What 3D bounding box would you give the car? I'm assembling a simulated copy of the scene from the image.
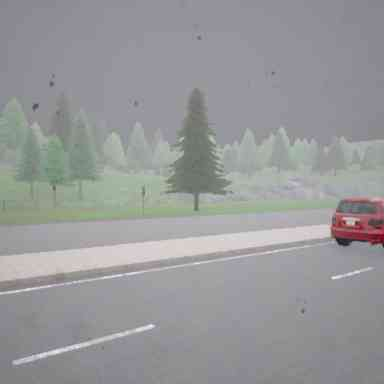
[{"bbox_3d":[8.092,1.255,13.940,5.566,2.045,2.150,0,0,-35],"label":"car"}]
